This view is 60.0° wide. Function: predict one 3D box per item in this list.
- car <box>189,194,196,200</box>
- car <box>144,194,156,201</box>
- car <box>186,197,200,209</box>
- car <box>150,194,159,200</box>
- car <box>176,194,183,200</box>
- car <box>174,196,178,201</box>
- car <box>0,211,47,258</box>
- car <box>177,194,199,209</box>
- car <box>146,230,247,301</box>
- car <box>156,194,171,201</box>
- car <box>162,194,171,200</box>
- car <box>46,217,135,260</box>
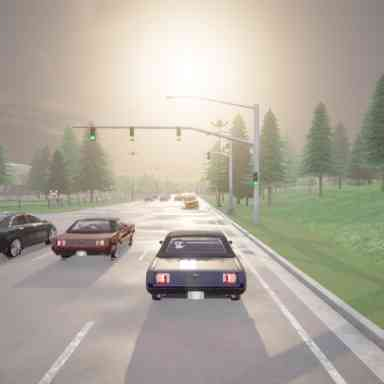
[{"bbox_3d":[0.181,1.372,91.008,2.033,1.411,5.357,0,0,0],"label":"car"},{"bbox_3d":[-10.340,1.531,80.609,2.033,1.411,5.357,0,0,0],"label":"car"},{"bbox_3d":[0.098,1.591,49.966,2.033,1.411,5.357,0,2,0],"label":"car"},{"bbox_3d":[-10.319,1.332,91.029,1.837,1.490,4.892,0,0,0],"label":"car"},{"bbox_3d":[-3.319,1.357,91.015,1.812,1.442,4.674,0,0,0],"label":"car"},{"bbox_3d":[-3.339,1.545,81.012,1.994,1.385,4.181,0,0,0],"label":"car"},{"bbox_3d":[-6.884,1.506,12.696,1.837,1.490,4.892,0,0,0],"label":"car"},{"bbox_3d":[-0.348,1.056,46.584,1.882,1.535,5.008,-11,17,-7],"label":"car"},{"bbox_3d":[0.096,1.601,8.301,1.895,1.301,4.718,0,0,0],"label":"car"},{"bbox_3d":[-6.840,1.531,80.602,2.033,1.411,5.357,0,0,0],"label":"car"},{"bbox_3d":[-6.819,1.372,91.022,2.033,1.411,5.357,0,0,0],"label":"car"},{"bbox_3d":[-3.384,1.601,12.444,1.895,1.301,4.718,0,0,0],"label":"car"}]
